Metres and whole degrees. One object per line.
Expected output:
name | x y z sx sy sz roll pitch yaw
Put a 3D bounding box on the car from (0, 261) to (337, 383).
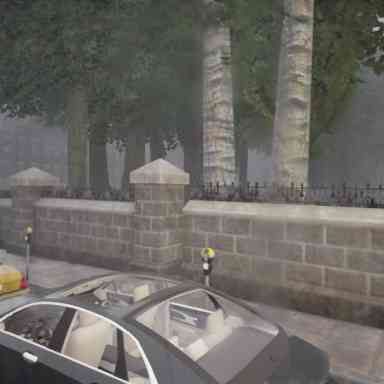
car | -0.871 1.549 3.416 4.403 1.369 2.008 0 1 36
